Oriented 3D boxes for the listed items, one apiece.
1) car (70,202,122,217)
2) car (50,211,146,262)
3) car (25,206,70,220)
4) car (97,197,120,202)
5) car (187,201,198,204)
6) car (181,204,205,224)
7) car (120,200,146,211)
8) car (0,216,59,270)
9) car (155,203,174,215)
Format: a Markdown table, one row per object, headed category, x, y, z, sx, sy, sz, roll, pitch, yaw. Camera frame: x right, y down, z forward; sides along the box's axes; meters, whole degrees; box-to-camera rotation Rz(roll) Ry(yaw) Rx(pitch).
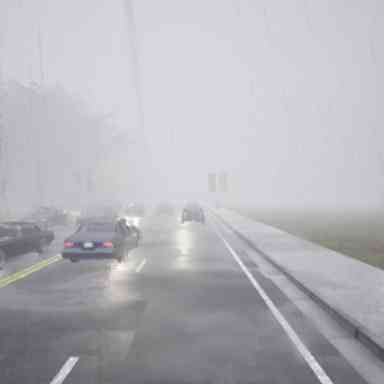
| category | x | y | z | sx | sy | sz | roll | pitch | yaw |
| --- | --- | --- | --- | --- | --- | --- | --- | --- | --- |
| car | -6.561 | 1.729 | 23.408 | 1.882 | 1.535 | 5.008 | 0 | 0 | 1 |
| car | -3.158 | 1.685 | 12.634 | 2.033 | 1.411 | 5.357 | 0 | -1 | 0 |
| car | -9.818 | 1.733 | 22.571 | 2.128 | 1.511 | 4.902 | 0 | -1 | 0 |
| car | -9.778 | 1.632 | 39.394 | 2.150 | 2.045 | 5.566 | 0 | -1 | 0 |
| car | 0.068 | 1.992 | 44.396 | 1.812 | 1.442 | 4.674 | 0 | 0 | 0 |
| car | 0.082 | 1.893 | 27.270 | 1.895 | 1.301 | 4.718 | 0 | -1 | 0 |
| car | -6.533 | 1.901 | 38.821 | 2.128 | 1.511 | 4.902 | 0 | -1 | 0 |
| car | -6.601 | 1.726 | 11.498 | 1.895 | 1.301 | 4.718 | 0 | -1 | 0 |
| car | -3.175 | 1.956 | 38.791 | 2.033 | 1.411 | 5.357 | 0 | -1 | 0 |
